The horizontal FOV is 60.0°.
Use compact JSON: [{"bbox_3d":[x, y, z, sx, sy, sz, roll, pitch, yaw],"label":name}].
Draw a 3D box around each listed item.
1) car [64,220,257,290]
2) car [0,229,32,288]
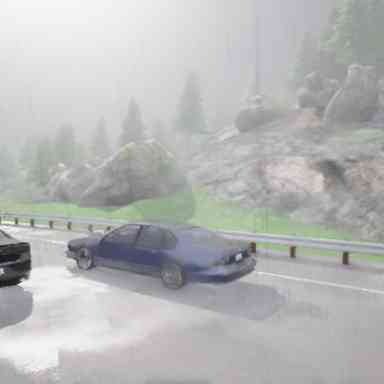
[{"bbox_3d":[-1.049,1.453,8.797,5.357,1.411,2.033,1,1,34],"label":"car"},{"bbox_3d":[-5.798,1.349,7.720,5.008,1.535,1.882,1,1,33],"label":"car"}]
